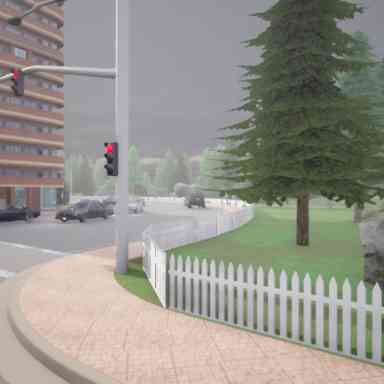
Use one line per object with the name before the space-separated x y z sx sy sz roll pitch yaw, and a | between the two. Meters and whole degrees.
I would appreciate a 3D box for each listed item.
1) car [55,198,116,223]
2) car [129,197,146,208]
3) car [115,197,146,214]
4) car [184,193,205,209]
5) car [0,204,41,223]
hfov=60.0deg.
car | -8.004 1.470 25.441 2.033 1.411 5.357 0 0 17
car | -7.983 1.434 48.644 1.812 1.442 4.674 0 0 -18
car | -6.370 1.444 34.883 1.812 1.442 4.674 0 0 3
car | 0.273 1.139 44.998 2.150 2.045 5.566 0 0 -10
car | -12.890 1.521 22.762 1.895 1.301 4.718 0 0 23
